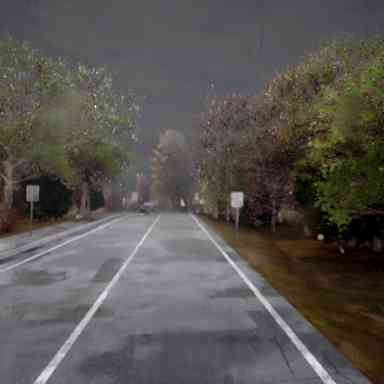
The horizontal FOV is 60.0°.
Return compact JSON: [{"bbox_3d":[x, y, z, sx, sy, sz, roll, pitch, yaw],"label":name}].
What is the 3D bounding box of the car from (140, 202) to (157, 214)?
[{"bbox_3d":[-5.739,2.104,44.418,1.837,1.490,4.892,0,-3,-3],"label":"car"}]
